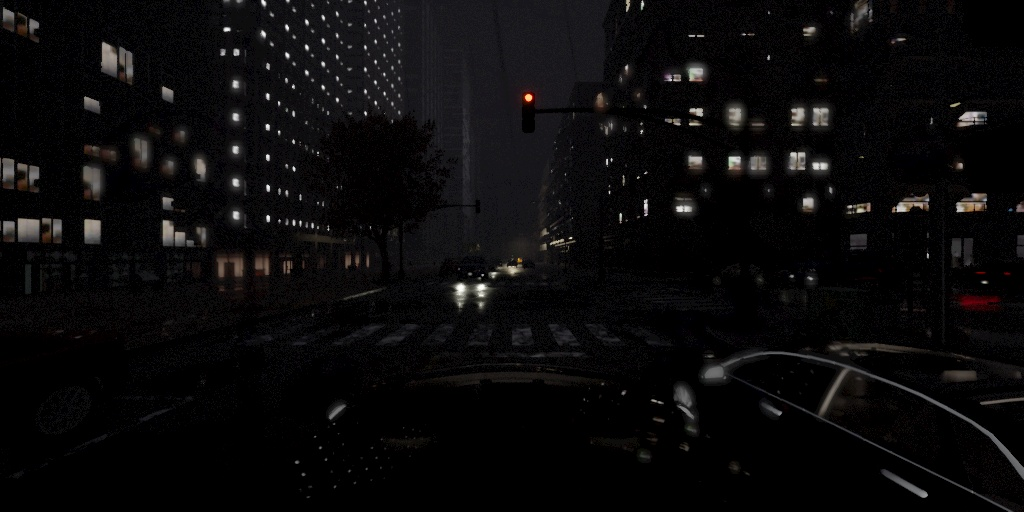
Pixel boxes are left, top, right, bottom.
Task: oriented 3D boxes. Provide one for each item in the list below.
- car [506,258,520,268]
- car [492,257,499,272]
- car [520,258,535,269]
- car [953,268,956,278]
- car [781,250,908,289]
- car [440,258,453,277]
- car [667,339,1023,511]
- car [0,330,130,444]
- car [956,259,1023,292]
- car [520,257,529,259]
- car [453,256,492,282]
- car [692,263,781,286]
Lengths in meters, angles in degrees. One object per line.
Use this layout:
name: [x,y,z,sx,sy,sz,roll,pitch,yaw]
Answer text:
car: [0.028,1.284,64.309,2.128,1.511,4.902,0,0,0]
car: [-3.075,1.251,46.107,1.882,1.535,5.008,0,0,0]
car: [2.716,1.349,57.077,1.948,1.339,4.313,0,0,0]
car: [30.146,0.859,22.170,4.507,1.381,1.888,0,0,-1]
car: [17.950,0.704,19.464,5.566,2.045,2.150,-1,0,-1]
car: [-5.676,1.079,34.990,2.192,1.841,5.009,0,0,0]
car: [2.689,1.300,2.598,2.007,1.370,4.403,0,0,0]
car: [-5.692,1.295,2.602,1.888,1.381,4.507,0,0,0]
car: [23.903,0.907,16.323,4.892,1.490,1.837,-1,0,-1]
car: [2.718,1.316,62.769,1.751,1.417,4.829,0,0,0]
car: [-3.091,0.981,29.123,2.150,2.045,5.566,0,0,0]
car: [13.444,1.095,22.009,4.403,1.370,2.007,0,0,-1]
